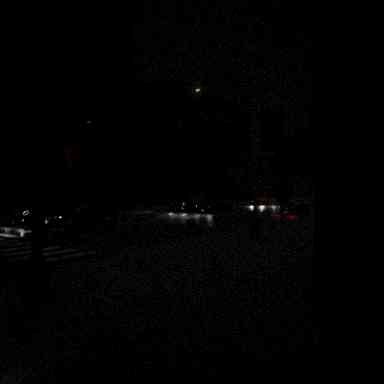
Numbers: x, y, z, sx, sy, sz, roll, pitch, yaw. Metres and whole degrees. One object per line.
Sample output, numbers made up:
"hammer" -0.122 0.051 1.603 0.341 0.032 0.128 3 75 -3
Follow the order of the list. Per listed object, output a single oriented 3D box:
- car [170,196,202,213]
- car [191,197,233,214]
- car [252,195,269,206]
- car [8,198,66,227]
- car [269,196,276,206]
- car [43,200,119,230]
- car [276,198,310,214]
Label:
"car" -0.385 1.218 35.613 2.097 1.767 4.553 0 0 35
"car" 2.292 1.464 33.770 1.895 1.301 4.718 0 0 35
"car" 11.032 1.271 51.573 1.882 1.535 5.008 0 0 35
"car" -9.763 1.288 22.371 2.097 1.767 4.553 0 0 35
"car" 13.717 1.326 49.741 1.812 1.442 4.674 0 0 35
"car" -6.850 1.421 20.865 2.128 1.511 4.902 0 0 35
"car" 10.456 1.361 33.714 1.812 1.442 4.674 0 0 35
